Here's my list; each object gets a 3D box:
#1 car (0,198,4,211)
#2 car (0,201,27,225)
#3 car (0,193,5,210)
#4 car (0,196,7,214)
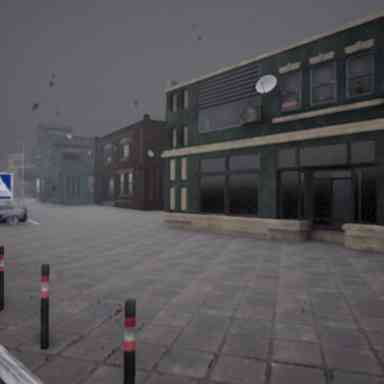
[{"bbox_3d":[-24.432,1.422,37.980,4.892,1.521,2.231,1,0,-34],"label":"car"},{"bbox_3d":[-13.552,1.540,21.993,4.792,1.488,2.163,1,0,-34],"label":"car"},{"bbox_3d":[-25.977,1.150,40.287,5.566,2.045,2.435,1,0,-34],"label":"car"},{"bbox_3d":[-21.274,1.335,33.405,4.553,1.767,2.185,1,0,-34],"label":"car"}]
